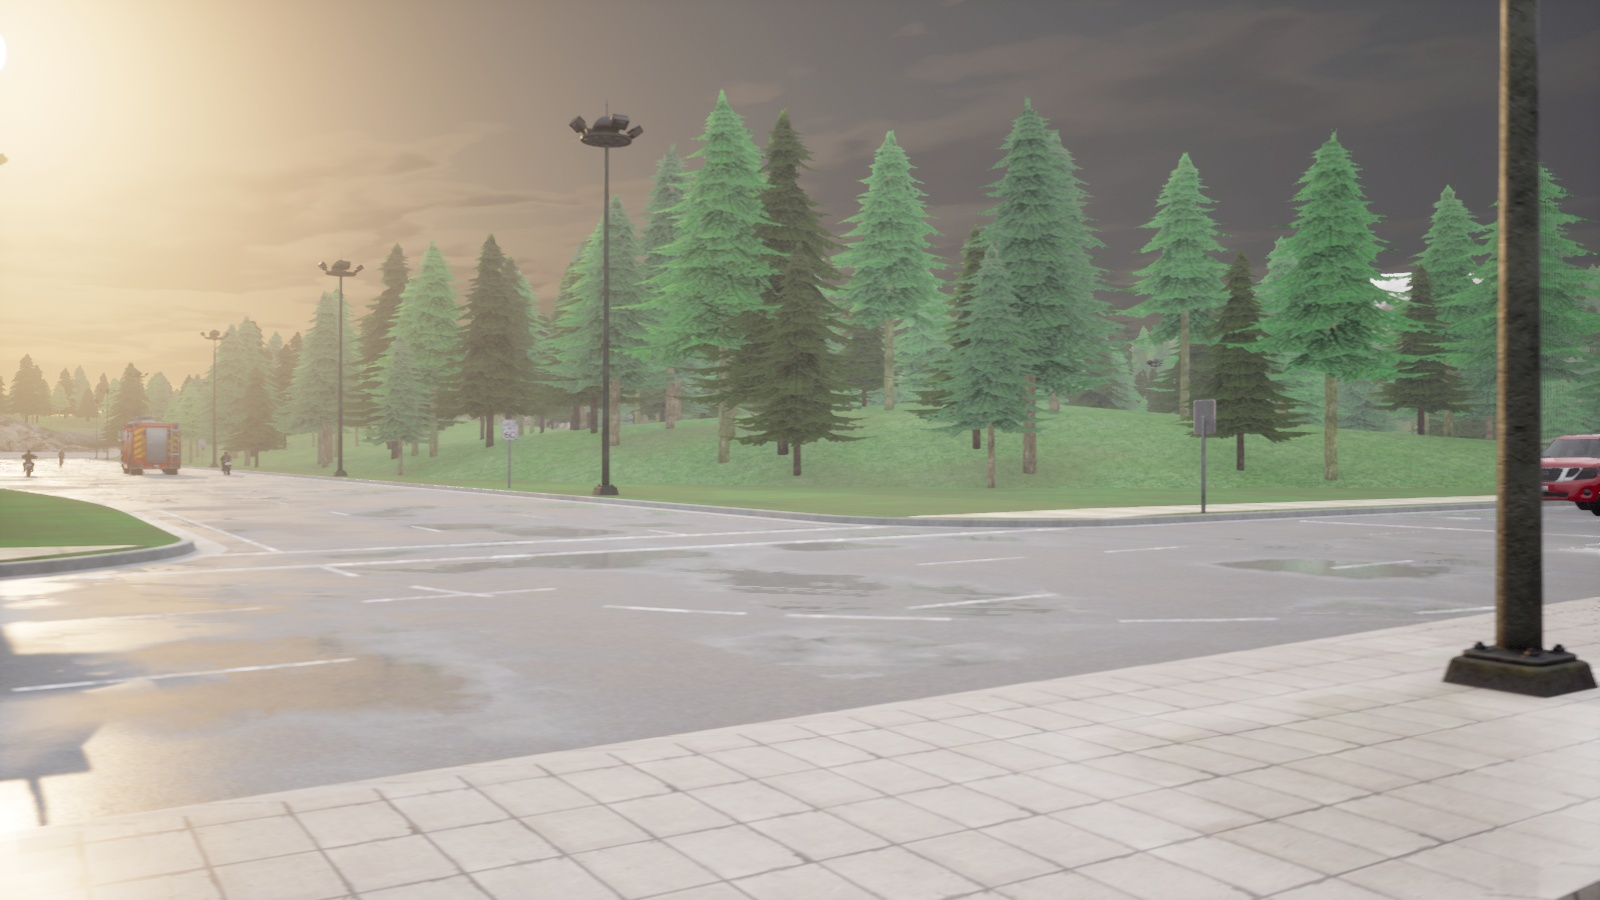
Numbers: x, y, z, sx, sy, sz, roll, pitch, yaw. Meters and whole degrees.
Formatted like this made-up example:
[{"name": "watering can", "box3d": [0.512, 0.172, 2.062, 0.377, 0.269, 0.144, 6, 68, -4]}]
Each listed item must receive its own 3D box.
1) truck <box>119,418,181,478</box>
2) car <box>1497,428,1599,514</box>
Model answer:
[{"name": "truck", "box3d": [-43.553, -0.112, 84.010, 2.891, 3.827, 8.468, 0, 0, -33]}, {"name": "car", "box3d": [20.391, 0.501, 32.122, 5.566, 2.045, 2.150, 0, 0, -34]}]
